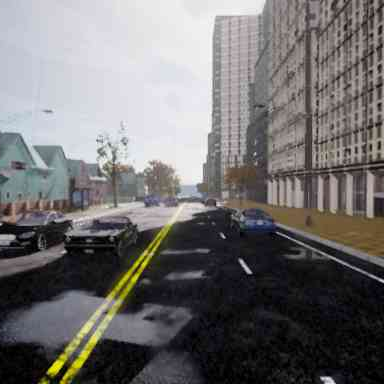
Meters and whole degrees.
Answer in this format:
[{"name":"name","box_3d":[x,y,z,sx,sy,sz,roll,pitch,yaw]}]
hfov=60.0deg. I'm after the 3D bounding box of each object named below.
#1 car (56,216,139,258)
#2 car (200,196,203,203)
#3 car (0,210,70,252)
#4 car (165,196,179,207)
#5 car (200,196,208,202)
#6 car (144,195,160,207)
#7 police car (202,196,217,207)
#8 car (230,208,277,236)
[{"name":"car","box_3d":[-3.351,1.645,13.075,1.895,1.301,4.718,0,0,0]},{"name":"car","box_3d":[3.238,1.811,68.797,2.163,1.488,4.792,0,0,0]},{"name":"car","box_3d":[-6.601,1.539,14.172,2.128,1.511,4.902,0,0,0]},{"name":"car","box_3d":[-3.319,1.586,54.885,2.097,1.767,4.553,0,0,0]},{"name":"car","box_3d":[3.234,1.870,90.775,2.033,1.649,4.856,0,0,0]},{"name":"car","box_3d":[-6.564,1.452,55.678,2.150,2.045,5.566,0,0,1]},{"name":"police car","box_3d":[3.240,1.674,57.874,1.930,1.638,5.238,0,0,0]},{"name":"car","box_3d":[3.347,1.614,18.890,2.033,1.411,5.357,0,0,0]}]
